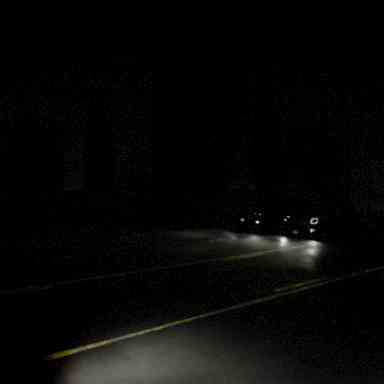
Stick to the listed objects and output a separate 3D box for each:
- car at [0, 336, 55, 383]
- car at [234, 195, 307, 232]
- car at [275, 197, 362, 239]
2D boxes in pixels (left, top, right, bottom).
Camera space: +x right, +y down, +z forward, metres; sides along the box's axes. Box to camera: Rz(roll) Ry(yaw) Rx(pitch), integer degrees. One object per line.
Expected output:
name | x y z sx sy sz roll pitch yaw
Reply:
car | -3.178 1.505 1.480 4.892 1.490 1.837 0 0 -35
car | 5.102 1.221 20.406 5.566 2.045 2.150 0 0 -35
car | 6.817 1.353 17.337 4.553 1.767 2.097 0 0 -35
